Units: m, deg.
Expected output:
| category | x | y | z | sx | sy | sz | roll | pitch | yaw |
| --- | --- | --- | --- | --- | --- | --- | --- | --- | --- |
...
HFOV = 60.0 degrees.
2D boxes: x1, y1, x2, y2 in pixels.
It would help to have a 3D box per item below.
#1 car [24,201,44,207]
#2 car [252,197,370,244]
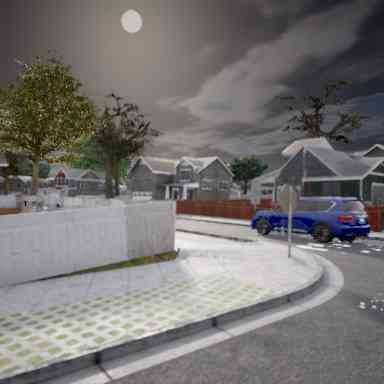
| category | x | y | z | sx | sy | sz | roll | pitch | yaw |
| --- | --- | --- | --- | --- | --- | --- | --- | --- | --- |
| car | -21.699 | 1.364 | 45.171 | 1.812 | 1.442 | 4.674 | 3 | -2 | -43 |
| car | 5.392 | 1.267 | 15.801 | 2.150 | 2.045 | 5.566 | 1 | -1 | -36 |
